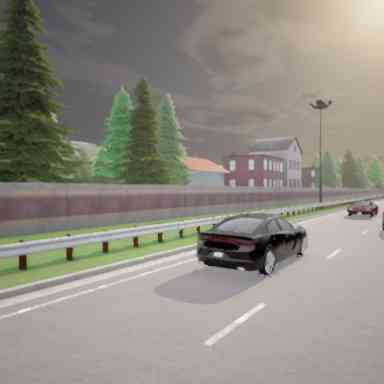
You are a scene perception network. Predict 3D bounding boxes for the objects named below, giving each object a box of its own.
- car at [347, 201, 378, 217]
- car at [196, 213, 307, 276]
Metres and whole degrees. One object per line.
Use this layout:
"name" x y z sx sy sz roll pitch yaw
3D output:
"car" 14.677 1.392 28.416 1.895 1.301 4.718 0 1 35
"car" 2.077 1.400 10.363 1.882 1.535 5.008 0 1 35
